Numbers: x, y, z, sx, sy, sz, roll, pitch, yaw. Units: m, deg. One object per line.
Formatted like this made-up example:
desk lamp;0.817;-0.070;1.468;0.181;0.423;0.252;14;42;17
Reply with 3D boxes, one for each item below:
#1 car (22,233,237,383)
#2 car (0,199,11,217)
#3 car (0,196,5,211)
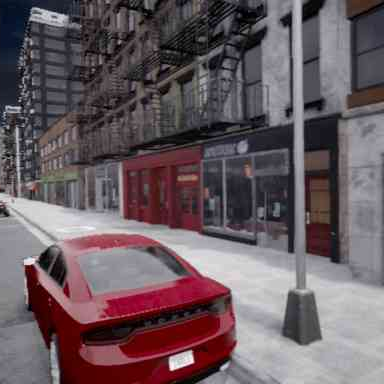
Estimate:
car;-1.405;1.387;5.177;1.882;1.535;5.008;-2;1;-32
car;-16.617;1.323;28.097;1.812;1.442;4.674;-2;1;-31
car;-22.336;1.244;37.251;2.128;1.511;4.902;-2;1;-31
